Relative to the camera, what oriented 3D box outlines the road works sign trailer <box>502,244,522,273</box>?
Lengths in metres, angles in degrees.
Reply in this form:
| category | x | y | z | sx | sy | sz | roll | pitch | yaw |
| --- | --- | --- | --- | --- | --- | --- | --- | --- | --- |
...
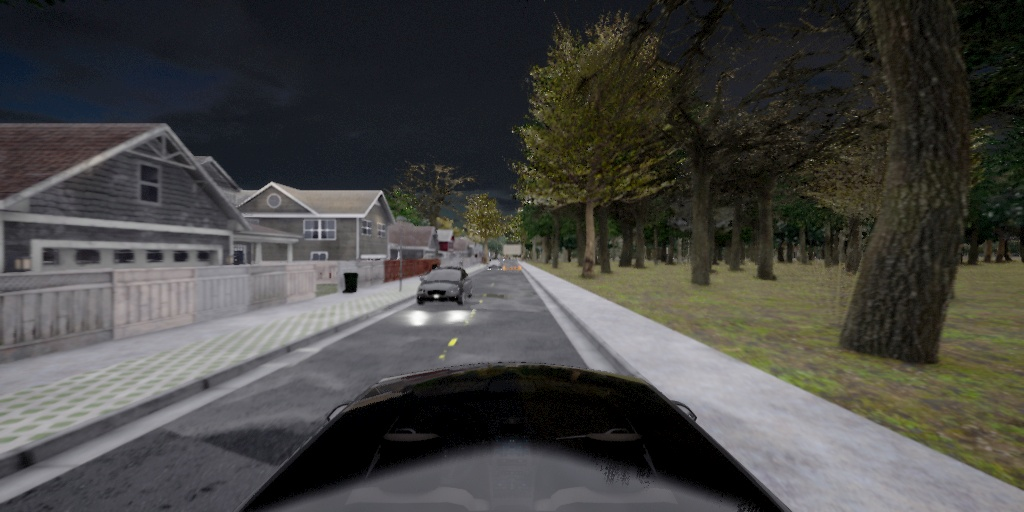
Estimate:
| category | x | y | z | sx | sy | sz | roll | pitch | yaw |
| --- | --- | --- | --- | --- | --- | --- | --- | --- | --- |
| road works sign trailer | 0.000 | 0.261 | 44.642 | 2.380 | 3.560 | 2.880 | 0 | 0 | 0 |

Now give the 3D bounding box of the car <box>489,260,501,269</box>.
| category | x | y | z | sx | sy | sz | roll | pitch | yaw |
| --- | --- | --- | --- | --- | --- | --- | --- | --- | --- |
| car | -2.788 | 1.346 | 58.664 | 1.812 | 1.442 | 4.674 | 0 | 0 | 1 |

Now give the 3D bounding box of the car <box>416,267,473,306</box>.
| category | x | y | z | sx | sy | sz | roll | pitch | yaw |
| --- | --- | --- | --- | --- | --- | --- | --- | --- | --- |
| car | -2.848 | 1.266 | 15.931 | 1.837 | 1.490 | 4.892 | 0 | 0 | 0 |
